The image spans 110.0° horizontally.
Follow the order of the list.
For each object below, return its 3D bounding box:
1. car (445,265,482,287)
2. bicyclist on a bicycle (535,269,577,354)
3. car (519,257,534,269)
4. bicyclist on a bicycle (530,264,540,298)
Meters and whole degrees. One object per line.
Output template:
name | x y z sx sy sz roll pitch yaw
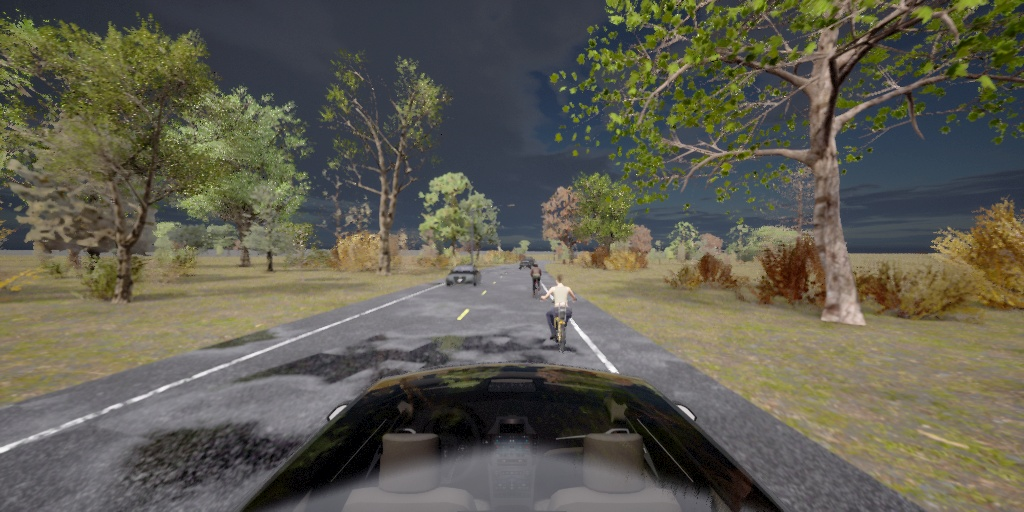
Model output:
car | -3.213 1.321 24.442 1.994 1.385 4.181 0 0 2
bicyclist on a bicycle | 1.031 1.186 7.815 0.866 1.612 1.509 0 0 0
car | 2.210 1.356 57.787 1.837 1.490 4.892 0 0 4
bicyclist on a bicycle | 1.155 1.208 17.068 0.582 1.620 1.656 0 0 1
